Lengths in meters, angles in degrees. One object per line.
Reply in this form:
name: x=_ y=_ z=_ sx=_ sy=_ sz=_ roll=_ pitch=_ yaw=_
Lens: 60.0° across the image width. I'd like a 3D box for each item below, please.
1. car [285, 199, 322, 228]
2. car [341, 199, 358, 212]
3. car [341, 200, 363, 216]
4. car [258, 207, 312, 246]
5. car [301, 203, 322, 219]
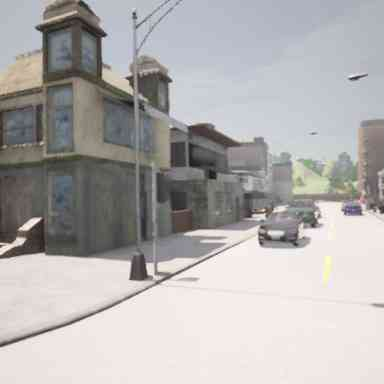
car: x=8.623 y=1.590 z=26.008 sx=2.150 sy=2.045 sz=5.566 roll=-2 pitch=-1 yaw=24
car: x=22.536 y=1.884 z=47.707 sx=2.097 sy=1.767 sz=4.553 roll=-2 pitch=-1 yaw=23
car: x=18.617 y=1.902 z=38.562 sx=1.882 sy=1.535 sz=5.008 roll=-2 pitch=-1 yaw=24
car: x=4.630 y=1.752 z=16.818 sx=2.128 sy=1.511 sz=4.902 roll=-2 pitch=-1 yaw=23
car: x=12.762 y=2.003 z=35.430 sx=1.812 sy=1.442 sz=4.674 roll=-2 pitch=-1 yaw=24
